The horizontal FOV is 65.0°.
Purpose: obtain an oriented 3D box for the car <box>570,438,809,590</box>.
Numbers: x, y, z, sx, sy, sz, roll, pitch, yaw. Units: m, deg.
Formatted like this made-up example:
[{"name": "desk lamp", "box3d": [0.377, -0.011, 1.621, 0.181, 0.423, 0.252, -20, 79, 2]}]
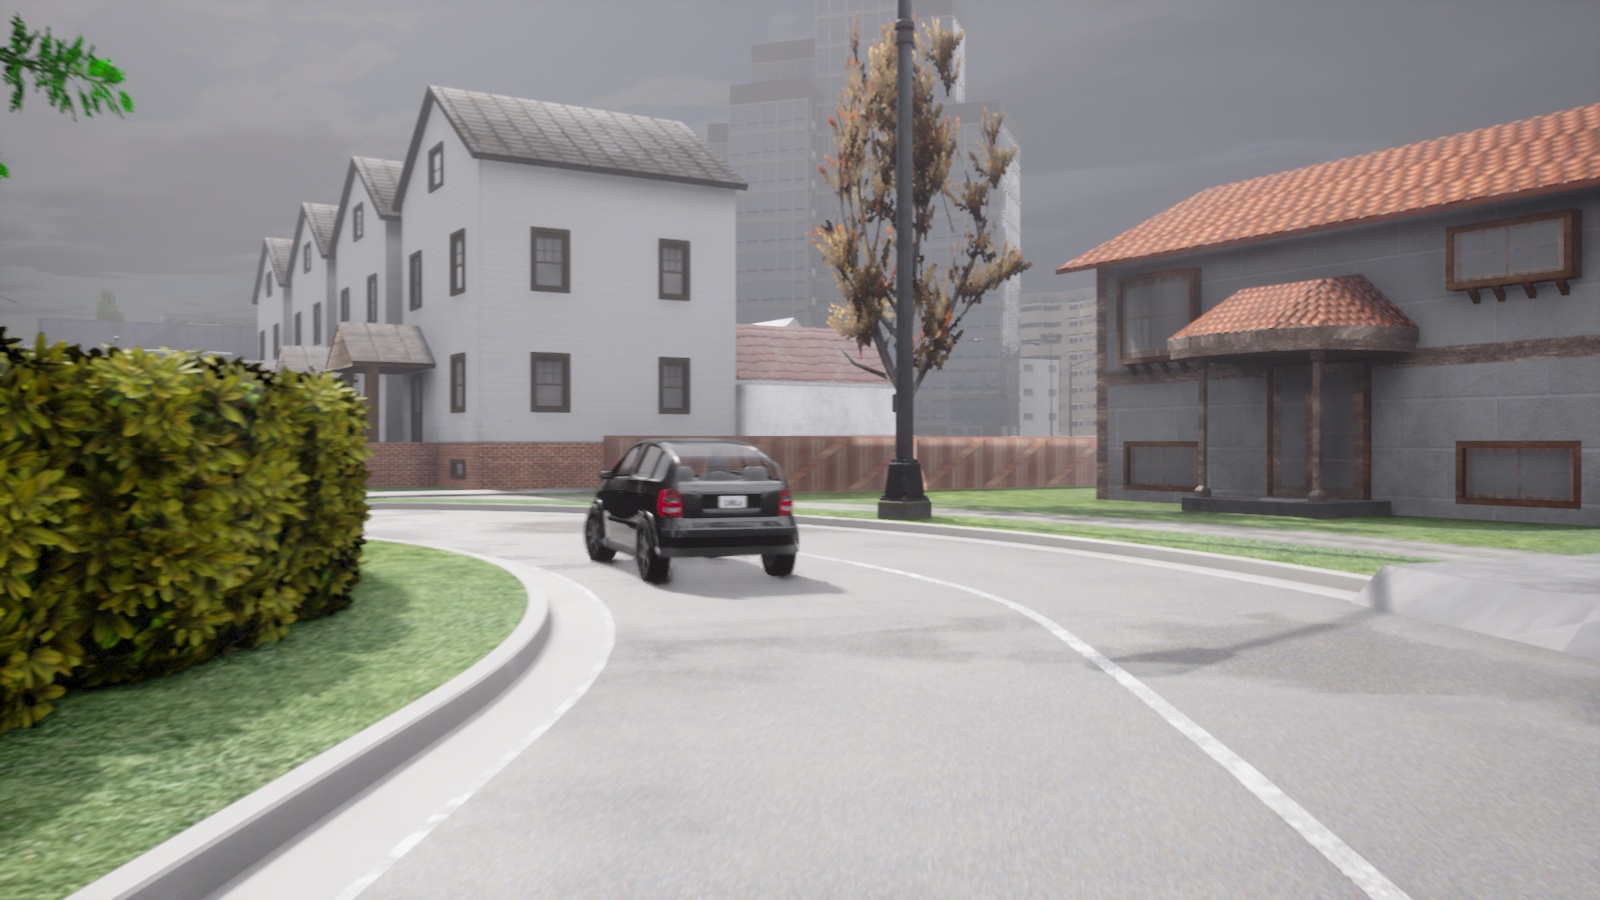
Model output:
[{"name": "car", "box3d": [-1.437, 0.639, 14.835, 1.789, 1.549, 3.705, 0, 0, -22]}]
